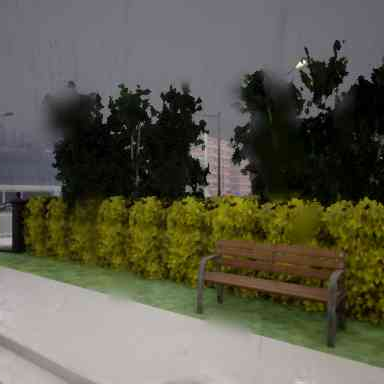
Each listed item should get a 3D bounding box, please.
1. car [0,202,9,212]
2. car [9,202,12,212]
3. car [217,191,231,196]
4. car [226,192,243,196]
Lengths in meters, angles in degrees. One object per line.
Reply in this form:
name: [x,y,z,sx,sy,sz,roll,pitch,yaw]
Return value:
car: [-19.742,1.525,37.456,1.994,1.385,4.181,0,0,35]
car: [-16.604,1.484,35.837,1.812,1.442,4.674,0,0,35]
car: [6.825,0.562,69.062,2.097,1.767,4.553,0,1,35]
car: [7.279,1.116,51.249,1.895,1.301,4.718,0,2,35]
